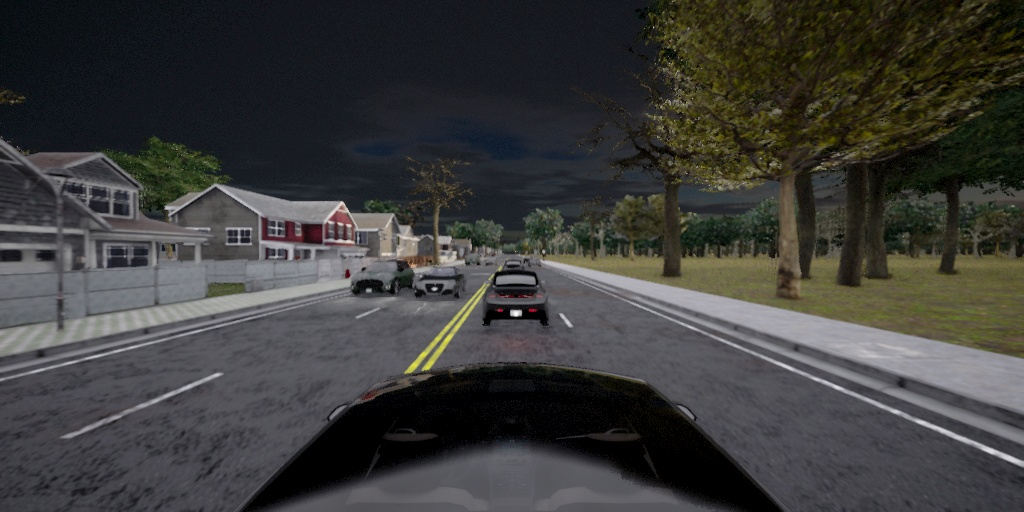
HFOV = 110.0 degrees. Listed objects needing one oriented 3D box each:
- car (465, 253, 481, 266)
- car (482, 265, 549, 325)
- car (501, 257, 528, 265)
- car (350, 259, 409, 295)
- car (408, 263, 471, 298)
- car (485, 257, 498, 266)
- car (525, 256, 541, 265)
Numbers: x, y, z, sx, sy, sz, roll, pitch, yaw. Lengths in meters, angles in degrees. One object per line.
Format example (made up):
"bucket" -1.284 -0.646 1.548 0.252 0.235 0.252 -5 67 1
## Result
"car" -6.533 0.577 60.227 2.150 2.045 5.566 0 0 1
"car" 0.103 1.191 11.550 1.837 1.490 4.892 0 0 0
"car" 0.105 1.072 29.753 1.837 1.490 4.892 0 0 0
"car" -6.596 0.991 18.780 2.097 1.767 4.553 0 0 0
"car" -3.346 1.211 17.460 1.994 1.385 4.181 0 0 0
"car" -3.298 0.878 58.059 1.837 1.490 4.892 0 0 0
"car" 3.360 0.884 55.044 2.128 1.511 4.902 0 0 0
